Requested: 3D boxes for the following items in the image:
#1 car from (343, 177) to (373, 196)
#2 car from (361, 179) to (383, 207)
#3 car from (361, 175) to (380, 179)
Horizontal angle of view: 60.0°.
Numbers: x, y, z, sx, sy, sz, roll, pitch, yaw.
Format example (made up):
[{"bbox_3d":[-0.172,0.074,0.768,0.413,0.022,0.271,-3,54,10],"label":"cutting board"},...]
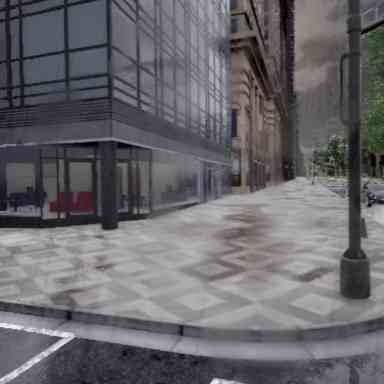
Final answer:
[{"bbox_3d":[15.717,-0.407,32.045,1.837,1.490,4.892,0,3,19],"label":"car"},{"bbox_3d":[12.398,0.129,22.192,1.837,1.490,4.892,0,3,19],"label":"car"},{"bbox_3d":[21.560,-0.897,39.515,2.128,1.511,4.902,0,3,19],"label":"car"}]
